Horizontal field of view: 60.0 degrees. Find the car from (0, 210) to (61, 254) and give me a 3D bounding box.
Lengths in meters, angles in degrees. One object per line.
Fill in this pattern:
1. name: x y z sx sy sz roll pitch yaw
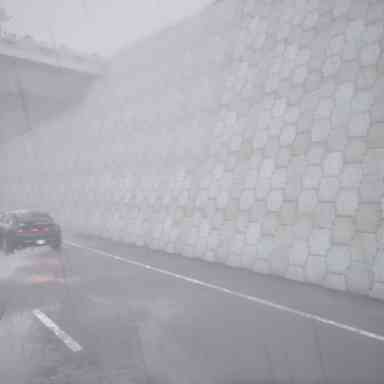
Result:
1. car: -6.881 1.492 13.531 1.837 1.490 4.892 -1 1 -40
